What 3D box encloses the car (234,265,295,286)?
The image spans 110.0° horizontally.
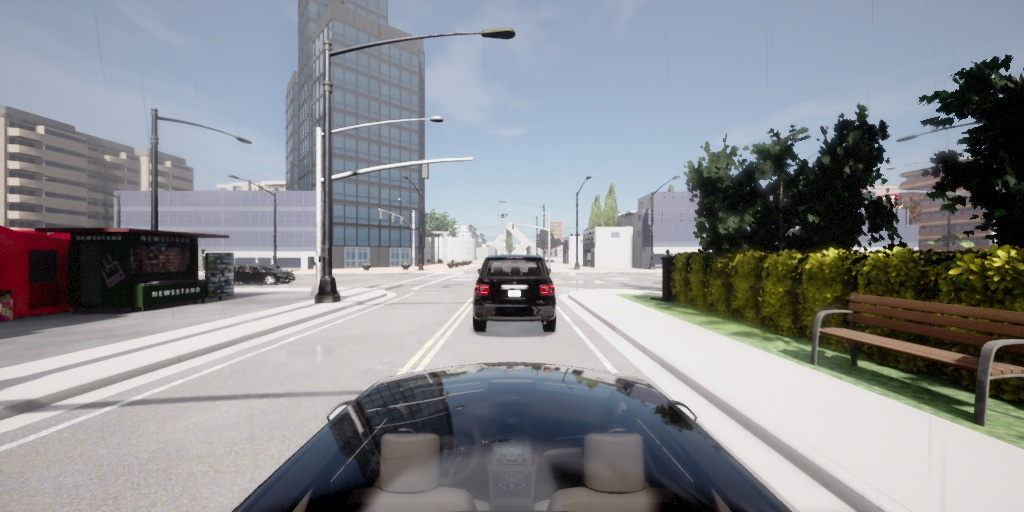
[{"bbox_3d":[-18.522,1.379,26.159,4.892,1.490,1.837,-1,0,0],"label":"car"}]

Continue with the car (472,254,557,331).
[{"bbox_3d":[0.075,0.971,11.079,2.150,2.045,5.566,0,0,0],"label":"car"}]
